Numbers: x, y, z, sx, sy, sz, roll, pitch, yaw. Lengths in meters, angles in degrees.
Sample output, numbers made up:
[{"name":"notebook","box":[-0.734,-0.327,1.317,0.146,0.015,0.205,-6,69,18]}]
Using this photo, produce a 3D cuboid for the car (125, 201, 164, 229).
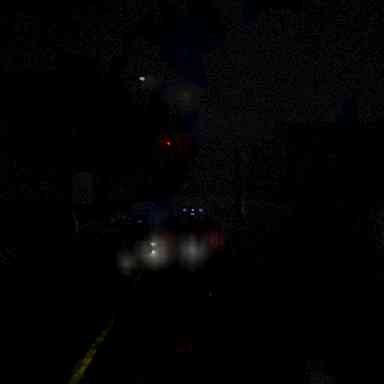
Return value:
[{"name":"car","box":[-2.806,1.325,20.396,1.882,1.535,5.008,0,0,1]}]

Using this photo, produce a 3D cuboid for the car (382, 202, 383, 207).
[{"name":"car","box":[21.319,1.072,32.610,4.829,1.417,1.752,0,0,0]}]

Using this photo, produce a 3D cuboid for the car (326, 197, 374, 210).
[{"name":"car","box":[15.475,1.143,32.571,4.403,1.369,2.008,0,0,0]}]

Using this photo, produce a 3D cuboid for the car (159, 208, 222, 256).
[{"name":"car","box":[0.038,1.501,12.547,1.895,1.301,4.718,0,0,0]}]

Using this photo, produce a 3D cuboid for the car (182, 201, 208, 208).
[{"name":"car","box":[0.317,1.405,27.401,1.895,1.301,4.718,0,0,6]}]
